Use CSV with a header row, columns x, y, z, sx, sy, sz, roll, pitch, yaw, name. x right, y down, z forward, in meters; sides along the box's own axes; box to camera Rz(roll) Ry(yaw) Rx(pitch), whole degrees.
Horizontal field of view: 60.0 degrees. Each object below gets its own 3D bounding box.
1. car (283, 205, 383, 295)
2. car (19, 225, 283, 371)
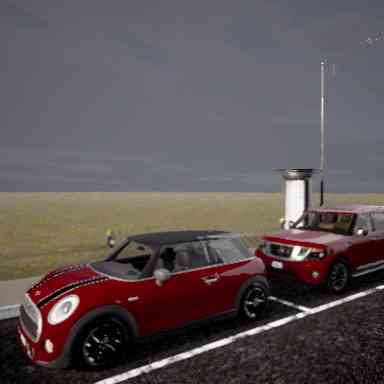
x,y,z,sx,sy,sz,roll,pitch,yaw,name
3.966,1.308,8.913,5.009,1.841,2.192,0,1,-35,car
-0.638,1.438,5.632,4.097,1.590,1.967,0,1,-35,car
